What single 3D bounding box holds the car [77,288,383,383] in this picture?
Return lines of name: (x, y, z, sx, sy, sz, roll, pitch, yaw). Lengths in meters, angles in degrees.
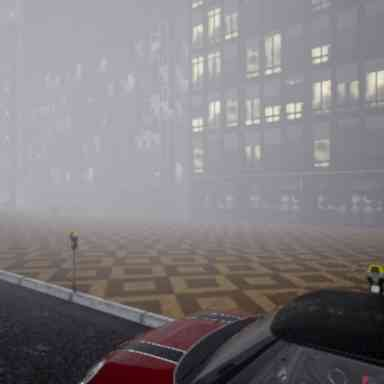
car: (0.967, 1.440, 2.191, 4.097, 1.590, 1.967, 0, 0, 35)
